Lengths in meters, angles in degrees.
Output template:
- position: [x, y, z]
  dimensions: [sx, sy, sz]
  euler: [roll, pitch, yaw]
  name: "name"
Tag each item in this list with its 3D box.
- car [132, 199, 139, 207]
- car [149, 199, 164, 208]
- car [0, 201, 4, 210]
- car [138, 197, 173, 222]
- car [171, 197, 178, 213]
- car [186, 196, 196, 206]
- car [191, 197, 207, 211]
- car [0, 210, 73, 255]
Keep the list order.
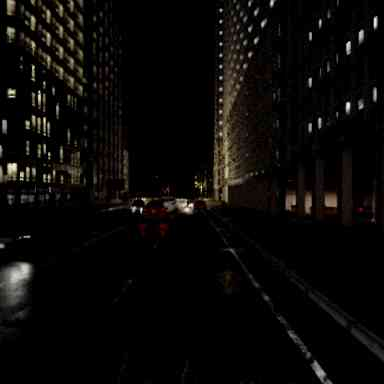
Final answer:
- position: [-9.748, 2.071, 61.322]
  dimensions: [1.812, 1.442, 4.674]
  euler: [0, 0, 1]
  name: "car"
- position: [-6.499, 2.045, 61.319]
  dimensions: [2.128, 1.511, 4.902]
  euler: [0, 0, 1]
  name: "car"
- position: [-9.840, 1.341, 13.717]
  dimensions: [2.150, 2.045, 5.566]
  euler: [0, -1, -1]
  name: "car"
- position: [-3.138, 1.623, 29.423]
  dimensions: [2.097, 1.767, 4.553]
  euler: [0, -1, 0]
  name: "car"
- position: [-3.129, 1.621, 43.379]
  dimensions: [2.150, 2.045, 5.566]
  euler: [0, 0, 0]
  name: "car"
- position: [0.031, 1.802, 66.964]
  dimensions: [2.150, 2.045, 5.566]
  euler: [0, 0, 0]
  name: "car"
- position: [1.159, 1.927, 48.811]
  dimensions: [1.882, 1.535, 5.008]
  euler: [0, -1, 0]
  name: "car"
- position: [-6.587, 1.617, 13.941]
  dimensions: [2.128, 1.511, 4.902]
  euler: [0, -1, 0]
  name: "car"
